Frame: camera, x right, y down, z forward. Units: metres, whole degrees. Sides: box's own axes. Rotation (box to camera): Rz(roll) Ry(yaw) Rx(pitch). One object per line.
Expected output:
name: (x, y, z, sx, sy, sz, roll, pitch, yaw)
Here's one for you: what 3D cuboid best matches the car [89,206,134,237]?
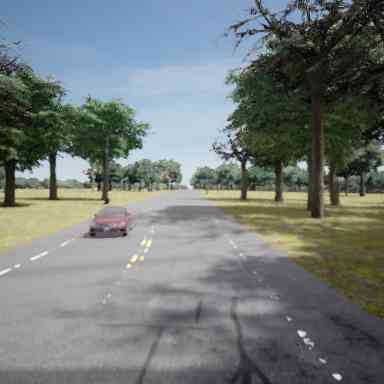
car: (-4.214, 1.485, 17.983, 1.812, 1.442, 4.674, 0, 0, -5)
